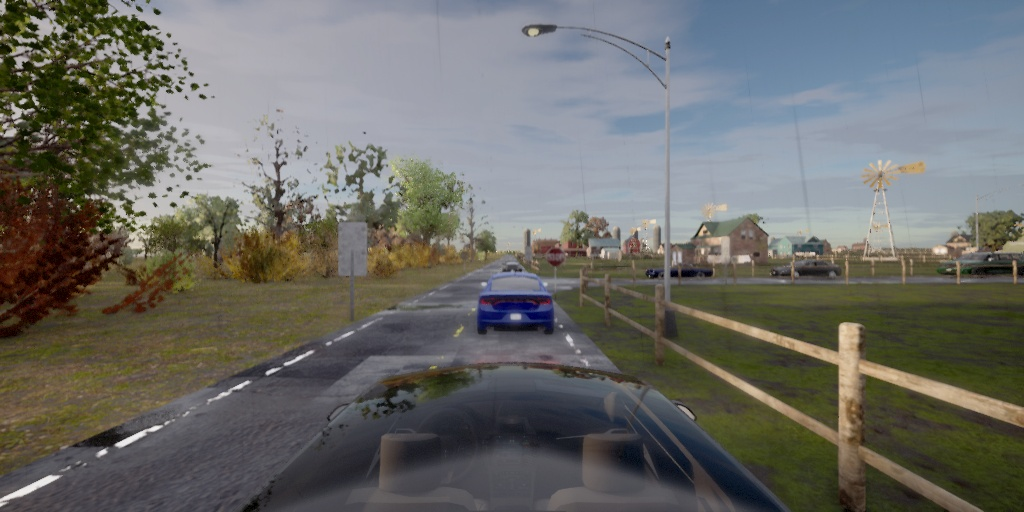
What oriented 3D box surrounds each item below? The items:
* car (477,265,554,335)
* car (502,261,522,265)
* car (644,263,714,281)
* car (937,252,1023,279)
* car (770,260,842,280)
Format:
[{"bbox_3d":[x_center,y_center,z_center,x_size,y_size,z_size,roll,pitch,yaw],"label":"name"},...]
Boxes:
[{"bbox_3d":[0.082,1.205,10.483,1.882,1.535,5.008,0,0,0],"label":"car"},{"bbox_3d":[0.025,1.175,35.833,1.812,1.442,4.674,0,0,0],"label":"car"},{"bbox_3d":[13.002,1.228,28.182,4.718,1.301,1.895,0,0,0],"label":"car"},{"bbox_3d":[37.540,0.741,28.609,5.566,2.045,2.150,0,0,-1],"label":"car"},{"bbox_3d":[23.135,1.088,28.342,4.892,1.490,1.837,0,0,-1],"label":"car"}]
